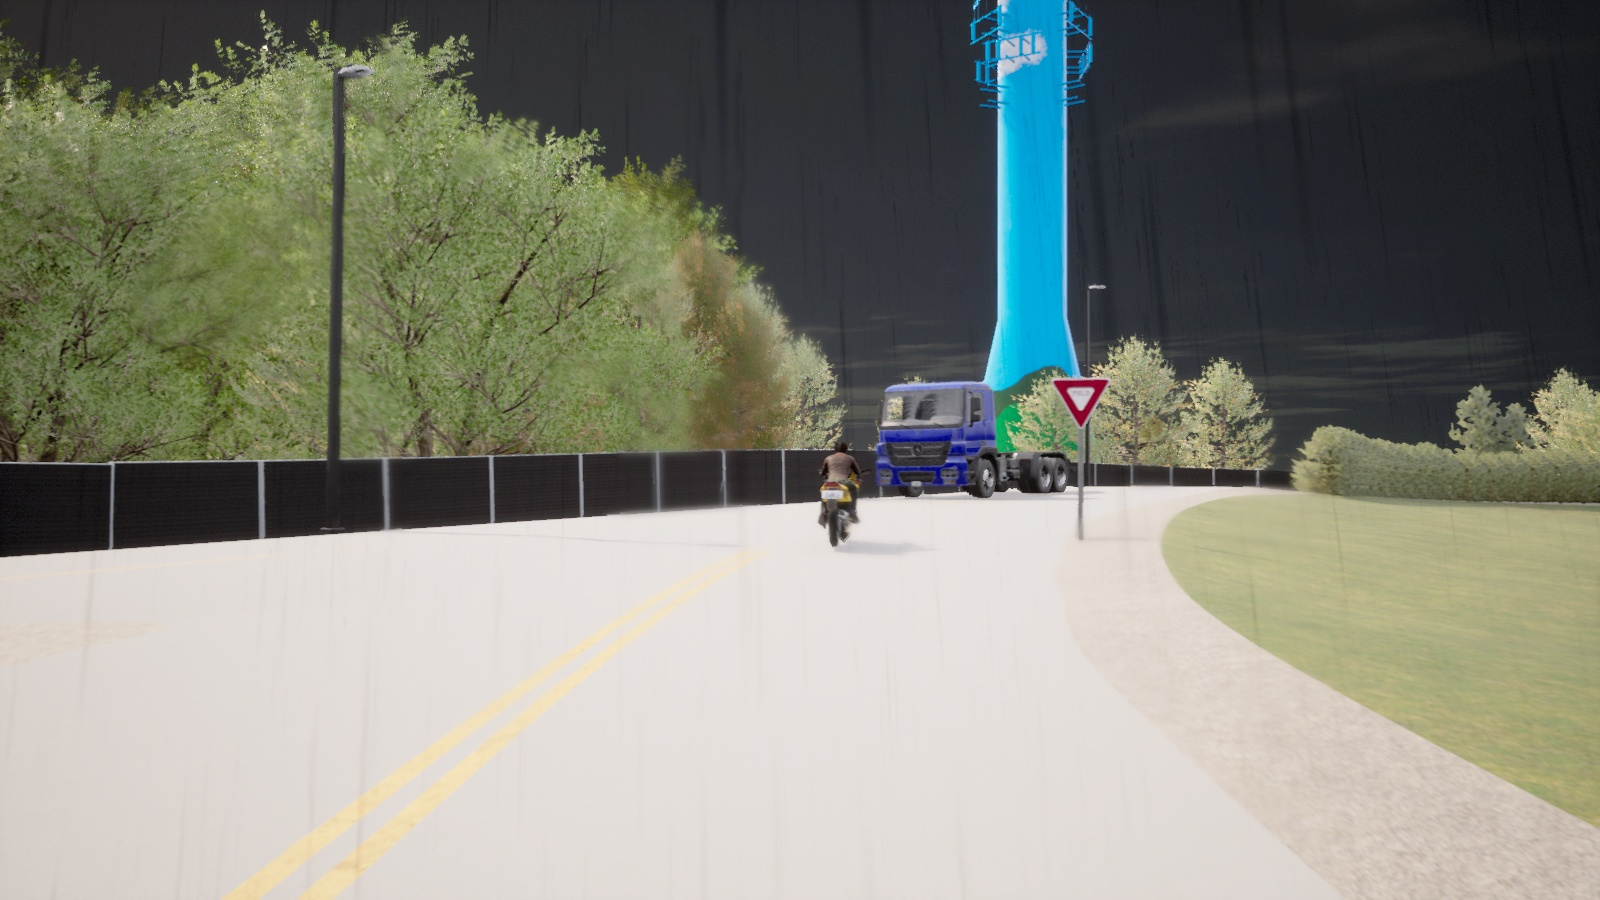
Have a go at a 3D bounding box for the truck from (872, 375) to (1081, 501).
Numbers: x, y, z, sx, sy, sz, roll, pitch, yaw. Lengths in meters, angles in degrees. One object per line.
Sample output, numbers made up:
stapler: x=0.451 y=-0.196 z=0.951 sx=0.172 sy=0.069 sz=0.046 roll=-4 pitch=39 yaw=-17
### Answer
truck: x=5.592 y=-0.320 z=38.455 sx=2.891 sy=3.462 sz=7.936 roll=-1 pitch=0 yaw=36

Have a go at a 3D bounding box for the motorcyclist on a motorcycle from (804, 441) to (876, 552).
motorcyclist on a motorcycle: x=0.612 y=0.634 z=18.314 sx=0.797 sy=1.523 sz=2.044 roll=0 pitch=0 yaw=9
